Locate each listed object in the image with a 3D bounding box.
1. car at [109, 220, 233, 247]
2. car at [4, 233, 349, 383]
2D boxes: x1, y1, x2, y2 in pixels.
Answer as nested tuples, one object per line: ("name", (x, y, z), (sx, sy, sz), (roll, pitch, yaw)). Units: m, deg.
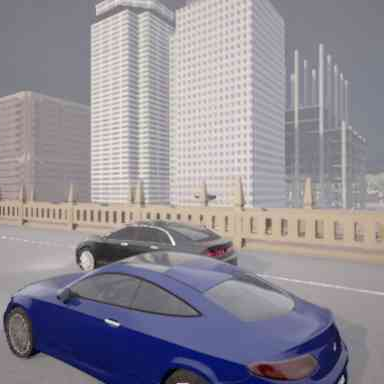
("car", (-1.156, 1.517, 9.019), (4.892, 1.490, 1.837), (0, 0, 35))
("car", (-0.552, 1.530, 4.320), (4.674, 1.442, 1.812), (0, 0, 35))
